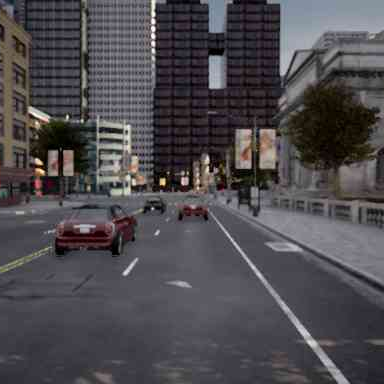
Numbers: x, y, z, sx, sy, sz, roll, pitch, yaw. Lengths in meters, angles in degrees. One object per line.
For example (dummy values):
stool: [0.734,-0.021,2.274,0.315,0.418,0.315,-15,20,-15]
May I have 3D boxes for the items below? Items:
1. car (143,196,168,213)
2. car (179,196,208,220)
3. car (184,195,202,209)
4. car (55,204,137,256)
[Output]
car: [-3.421,1.168,31.381,1.837,1.490,4.892,0,1,0]
car: [0.083,1.078,25.488,2.097,1.767,4.553,0,1,0]
car: [0.073,1.122,39.652,2.033,1.411,5.357,0,1,0]
car: [-3.416,1.216,12.696,2.097,1.767,4.553,0,1,0]
